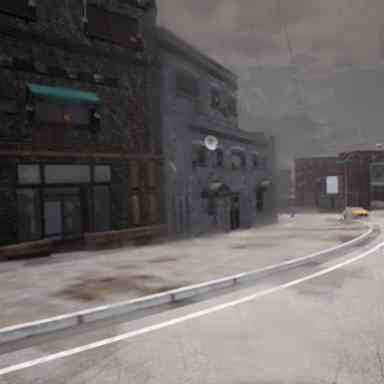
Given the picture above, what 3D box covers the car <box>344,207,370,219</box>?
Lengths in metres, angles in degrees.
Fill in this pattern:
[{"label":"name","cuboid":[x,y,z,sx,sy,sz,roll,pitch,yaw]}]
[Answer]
[{"label":"car","cuboid":[21.606,2.748,43.779,1.882,1.535,5.008,-2,-4,6]}]
